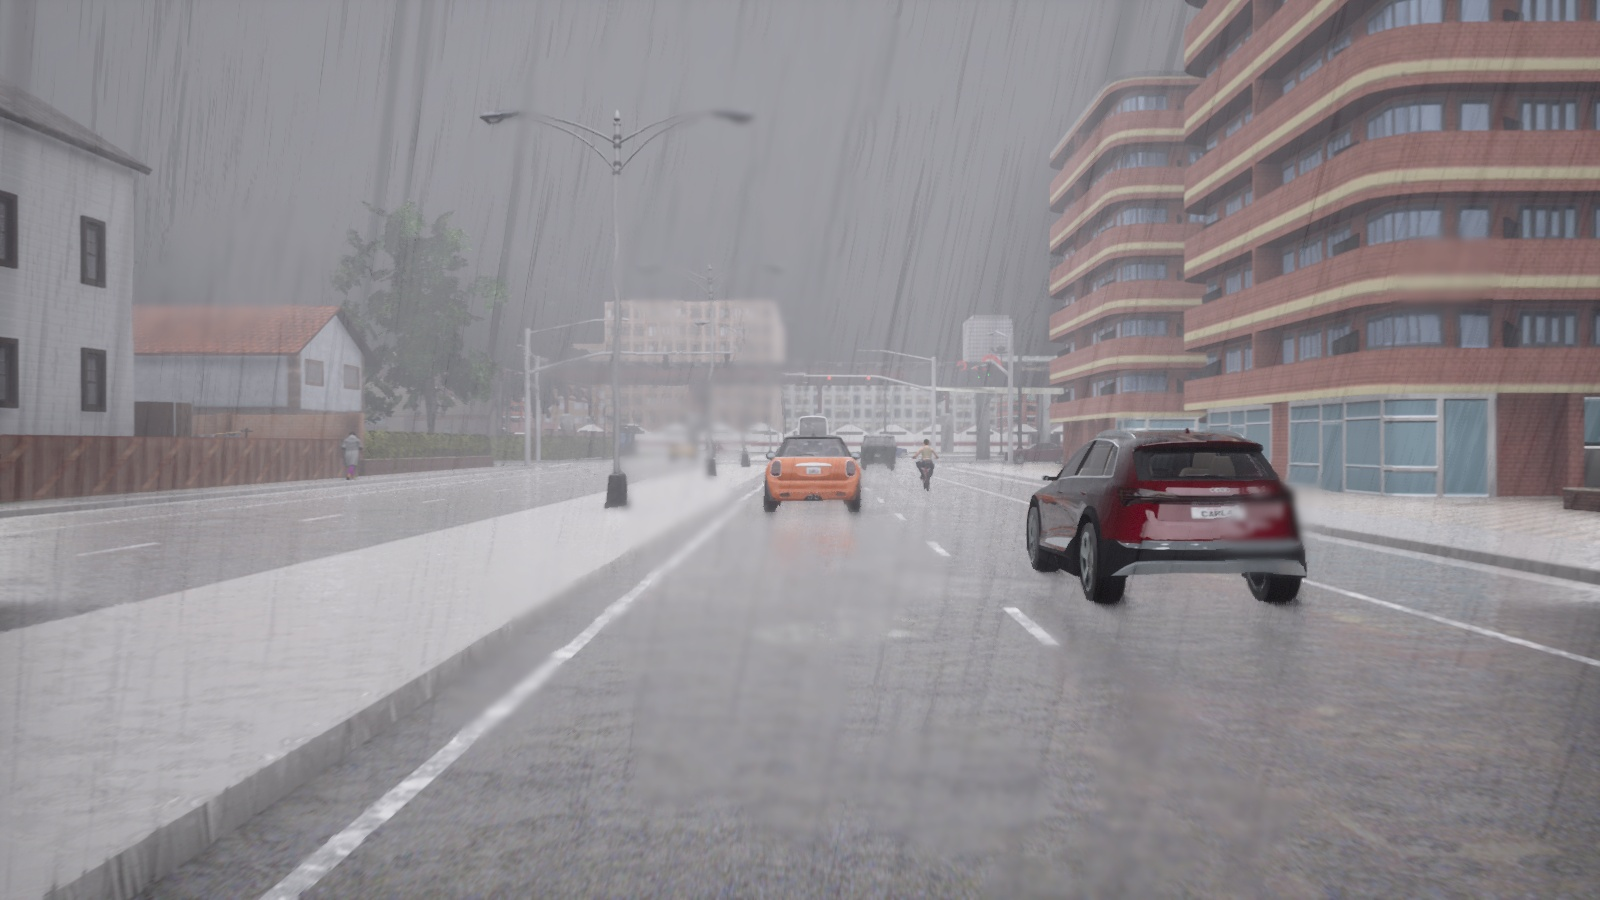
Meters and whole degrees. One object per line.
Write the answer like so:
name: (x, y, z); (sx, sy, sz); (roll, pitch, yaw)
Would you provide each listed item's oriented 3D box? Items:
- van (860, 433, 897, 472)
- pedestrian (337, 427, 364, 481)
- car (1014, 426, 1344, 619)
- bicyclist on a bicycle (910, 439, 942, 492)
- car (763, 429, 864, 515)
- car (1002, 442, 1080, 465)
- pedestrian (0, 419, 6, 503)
van: (4.185, 0.122, 67.363); (1.775, 1.987, 4.442); (0, 0, 1)
pedestrian: (-16.416, 0.129, 45.873); (0.659, 1.952, 0.873); (0, 0, 0)
car: (3.644, 0.605, 13.151); (2.033, 1.649, 4.856); (0, 0, 1)
bicyclist on a bicycle: (3.907, 0.466, 39.016); (0.866, 1.612, 1.509); (0, 0, 0)
car: (0.294, 0.445, 28.369); (2.097, 1.767, 4.553); (0, 0, 0)
car: (16.694, 0.247, 87.136); (5.008, 1.535, 1.882); (0, 0, -1)
pedestrian: (-17.343, 0.237, 26.665); (0.328, 1.805, 0.869); (0, 0, 6)
